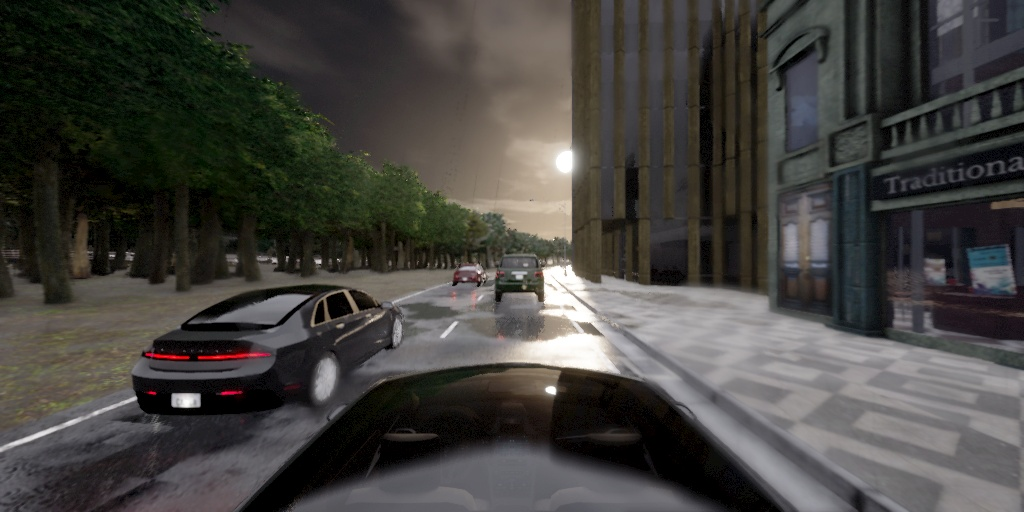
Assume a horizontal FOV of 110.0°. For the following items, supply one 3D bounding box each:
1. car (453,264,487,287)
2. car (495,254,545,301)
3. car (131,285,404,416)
[{"bbox_3d":[-2.807,1.257,24.423,1.812,1.442,4.674,0,0,3],"label":"car"},{"bbox_3d":[0.395,0.942,17.281,2.150,2.045,5.566,0,0,2],"label":"car"},{"bbox_3d":[-3.345,1.239,6.127,1.837,1.490,4.892,0,0,1],"label":"car"}]
